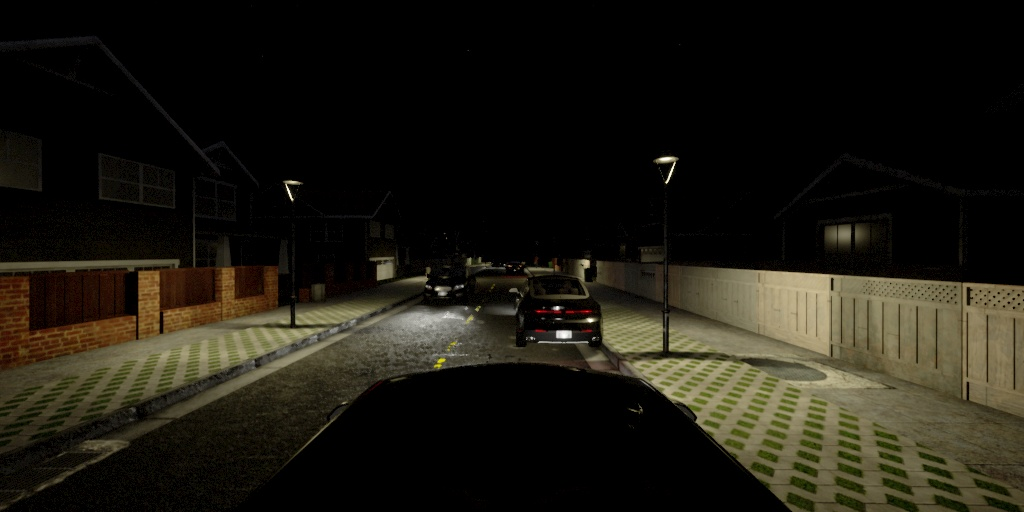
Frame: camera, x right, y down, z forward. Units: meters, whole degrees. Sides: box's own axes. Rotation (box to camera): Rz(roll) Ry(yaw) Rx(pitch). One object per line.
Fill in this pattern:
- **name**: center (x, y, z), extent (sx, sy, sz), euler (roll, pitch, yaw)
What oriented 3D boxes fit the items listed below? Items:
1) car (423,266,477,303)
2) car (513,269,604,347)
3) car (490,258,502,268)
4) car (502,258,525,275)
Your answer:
- **car**: center (-2.751, 1.230, 16.691), extent (2.128, 1.511, 4.902), euler (0, 0, 0)
- **car**: center (1.010, 1.251, 9.264), extent (1.837, 1.490, 4.892), euler (0, 0, 0)
- **car**: center (-2.464, 1.172, 59.160), extent (1.837, 1.490, 4.892), euler (0, 0, 1)
- **car**: center (0.311, 1.196, 37.573), extent (2.128, 1.511, 4.902), euler (0, 0, 1)
